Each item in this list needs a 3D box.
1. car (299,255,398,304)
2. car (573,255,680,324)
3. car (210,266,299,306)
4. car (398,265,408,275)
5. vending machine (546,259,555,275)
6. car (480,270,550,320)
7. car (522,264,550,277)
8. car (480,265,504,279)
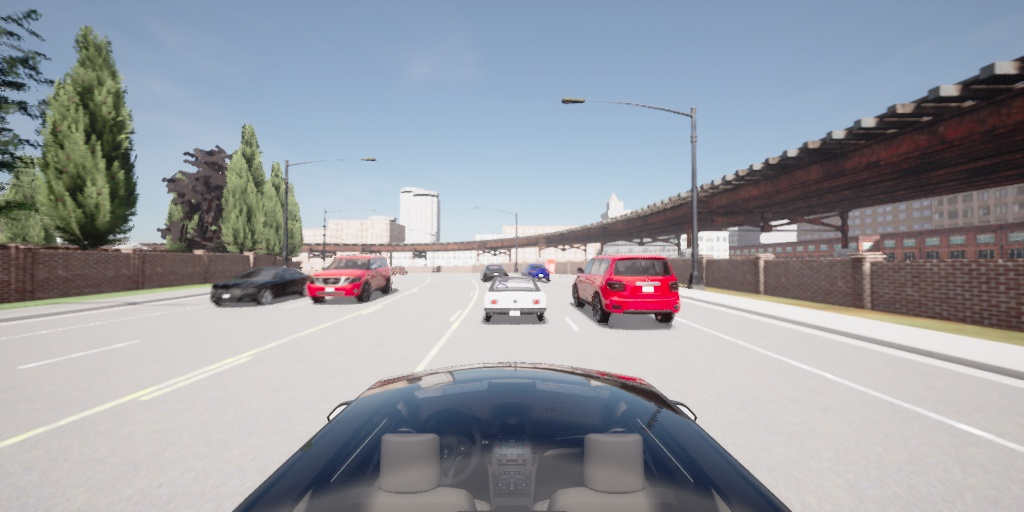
[{"bbox_3d":[-7.318,0.971,16.885,2.150,2.045,5.566,0,0,-3],"label":"car"},{"bbox_3d":[3.555,0.977,12.157,2.150,2.045,5.566,0,0,-1],"label":"car"},{"bbox_3d":[-10.807,1.225,15.893,1.882,1.535,5.008,0,0,-3],"label":"car"},{"bbox_3d":[-18.044,2.222,57.435,2.097,1.767,4.553,1,-3,-26],"label":"car"},{"bbox_3d":[4.782,1.398,44.403,1.100,2.100,0.880,0,0,-16],"label":"vending machine"},{"bbox_3d":[0.047,1.356,12.547,1.895,1.301,4.718,0,0,-1],"label":"car"},{"bbox_3d":[1.908,1.388,30.270,1.812,1.442,4.674,0,-1,-9],"label":"car"},{"bbox_3d":[-1.548,1.413,29.741,1.994,1.385,4.181,0,-1,-9],"label":"car"}]
